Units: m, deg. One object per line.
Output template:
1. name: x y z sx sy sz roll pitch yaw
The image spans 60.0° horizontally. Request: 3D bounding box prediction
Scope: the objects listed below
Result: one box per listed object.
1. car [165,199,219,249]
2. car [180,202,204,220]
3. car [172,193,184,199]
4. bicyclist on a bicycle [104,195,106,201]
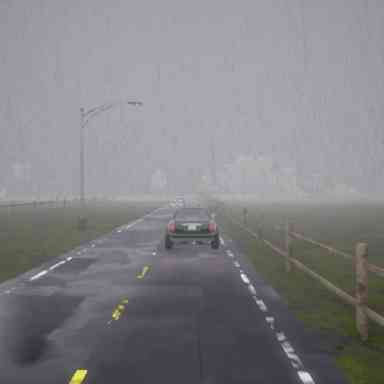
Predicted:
1. car: 0.000 1.364 14.620 2.097 1.767 4.553 0 0 0
2. car: 0.000 1.612 29.680 1.895 1.301 4.718 0 0 0
3. car: -2.763 1.250 66.904 2.150 2.045 5.566 0 0 0
4. bicyclist on a bicycle: -22.508 1.481 86.075 0.582 1.620 1.656 0 0 0
